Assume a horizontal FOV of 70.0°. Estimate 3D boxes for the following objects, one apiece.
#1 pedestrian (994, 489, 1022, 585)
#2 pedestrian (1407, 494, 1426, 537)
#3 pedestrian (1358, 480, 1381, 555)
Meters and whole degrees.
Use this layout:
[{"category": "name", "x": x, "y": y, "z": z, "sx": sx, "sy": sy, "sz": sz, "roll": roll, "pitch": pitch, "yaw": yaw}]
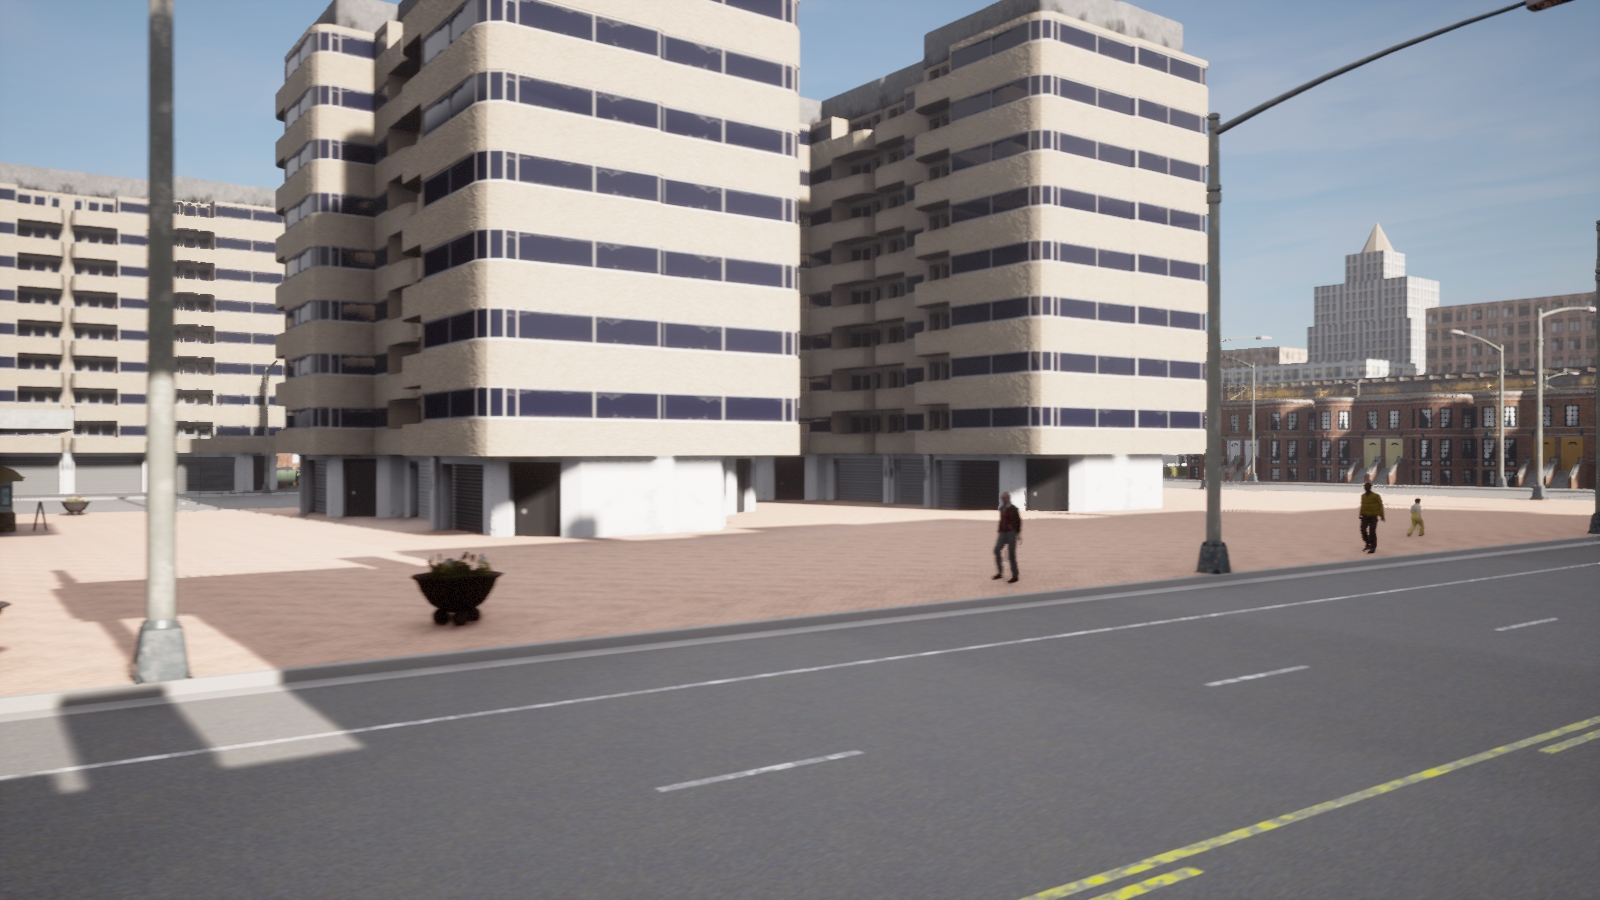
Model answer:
[{"category": "pedestrian", "x": 4.088, "y": 1.698, "z": 22.475, "sx": 0.375, "sy": 1.860, "sz": 0.375, "roll": 0, "pitch": 0, "yaw": -34}, {"category": "pedestrian", "x": 18.836, "y": 1.989, "z": 34.913, "sx": 0.375, "sy": 1.300, "sz": 0.375, "roll": 0, "pitch": 0, "yaw": -26}, {"category": "pedestrian", "x": 14.390, "y": 1.696, "z": 28.861, "sx": 0.375, "sy": 1.860, "sz": 0.375, "roll": 0, "pitch": 0, "yaw": -30}]
